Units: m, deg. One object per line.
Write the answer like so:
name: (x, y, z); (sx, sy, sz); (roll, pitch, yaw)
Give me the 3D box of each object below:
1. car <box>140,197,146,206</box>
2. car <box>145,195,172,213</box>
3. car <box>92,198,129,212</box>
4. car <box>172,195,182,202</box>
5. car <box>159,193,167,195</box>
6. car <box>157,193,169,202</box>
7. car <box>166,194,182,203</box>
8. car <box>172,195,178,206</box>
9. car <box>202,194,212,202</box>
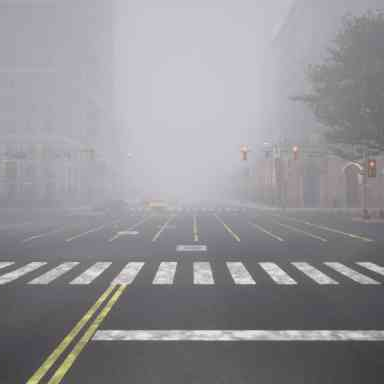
car: (-7.174, 1.477, 53.595); (1.882, 1.535, 5.008); (0, 0, 0)
car: (-3.657, 1.478, 37.072); (1.882, 1.535, 5.008); (0, 0, 0)
car: (-9.280, 1.505, 38.342); (1.837, 1.490, 4.892); (2, 1, 29)
car: (-3.444, 1.525, 79.248); (2.128, 1.511, 4.902); (0, 0, 1)
car: (-7.036, 1.351, 68.884); (2.097, 1.767, 4.553); (0, 0, 1)
car: (-6.938, 1.222, 79.981); (2.150, 2.045, 5.566); (0, 0, 1)
car: (-3.542, 1.350, 68.658); (2.097, 1.767, 4.553); (0, 0, 1)
car: (-3.669, 1.601, 53.831); (1.895, 1.301, 4.718); (0, 0, 0)
car: (3.548, 1.355, 78.333); (2.097, 1.767, 4.553); (0, 0, 1)
